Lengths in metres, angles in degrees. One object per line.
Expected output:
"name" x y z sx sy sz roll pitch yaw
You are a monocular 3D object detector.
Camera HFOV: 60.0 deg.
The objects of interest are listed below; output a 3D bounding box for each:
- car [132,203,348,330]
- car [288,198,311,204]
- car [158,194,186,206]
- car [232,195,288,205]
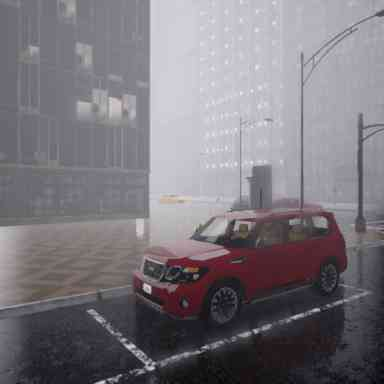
"car" 1.290 1.315 7.095 5.009 1.841 2.192 0 0 -35
"car" 9.139 1.254 29.568 1.882 1.535 5.008 0 1 -37
"car" -2.810 1.006 45.716 1.882 1.535 5.008 0 1 -36
"car" 5.561 1.102 28.939 2.097 1.767 4.553 0 1 -37
